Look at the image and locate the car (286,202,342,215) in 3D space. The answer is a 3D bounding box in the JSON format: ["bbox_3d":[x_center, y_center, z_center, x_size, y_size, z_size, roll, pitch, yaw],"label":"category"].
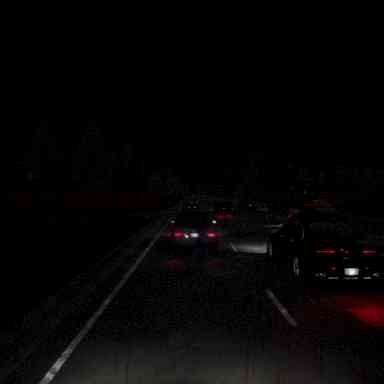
[{"bbox_3d":[7.073,1.565,18.860,1.837,1.490,4.892,0,0,0],"label":"car"}]

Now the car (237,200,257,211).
[{"bbox_3d":[7.025,1.685,42.785,2.033,1.411,5.357,0,0,0],"label":"car"}]

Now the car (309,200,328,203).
[{"bbox_3d":[14.040,1.593,37.491,1.882,1.535,5.008,0,0,0],"label":"car"}]

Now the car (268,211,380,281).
[{"bbox_3d":[3.593,1.537,9.913,1.837,1.490,4.892,0,0,0],"label":"car"}]

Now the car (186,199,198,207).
[{"bbox_3d":[0.011,1.740,53.138,1.994,1.385,4.181,0,0,0],"label":"car"}]

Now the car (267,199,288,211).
[{"bbox_3d":[10.530,1.620,40.644,2.128,1.511,4.902,0,0,0],"label":"car"}]

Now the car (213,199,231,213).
[{"bbox_3d":[3.533,1.620,39.373,2.128,1.511,4.902,0,0,0],"label":"car"}]

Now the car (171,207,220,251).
[{"bbox_3d":[0.082,1.595,14.323,2.033,1.411,5.357,0,0,0],"label":"car"}]
